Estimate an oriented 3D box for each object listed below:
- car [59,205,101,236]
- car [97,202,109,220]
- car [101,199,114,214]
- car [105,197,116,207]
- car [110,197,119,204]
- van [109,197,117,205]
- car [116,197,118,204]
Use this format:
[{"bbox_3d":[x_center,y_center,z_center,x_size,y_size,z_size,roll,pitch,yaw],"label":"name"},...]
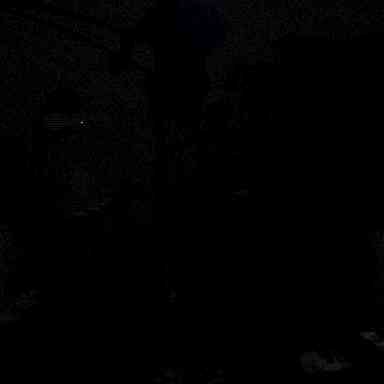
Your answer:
[{"bbox_3d":[-6.755,1.747,19.897,1.887,1.381,4.507,-1,0,-11],"label":"car"},{"bbox_3d":[-8.938,1.897,30.744,1.802,1.307,4.206,-1,0,-11],"label":"car"},{"bbox_3d":[-11.123,1.972,41.591,1.887,1.381,4.507,-1,0,-11],"label":"car"},{"bbox_3d":[-12.217,1.923,47.015,1.967,1.590,4.097,-1,0,-11],"label":"car"},{"bbox_3d":[-20.956,2.249,90.402,2.192,1.841,5.009,-1,0,-11],"label":"car"},{"bbox_3d":[-18.771,2.162,79.555,1.690,1.788,3.998,-1,0,-11],"label":"van"},{"bbox_3d":[-15.491,2.203,63.284,2.008,1.369,4.403,-1,0,-11],"label":"car"}]
